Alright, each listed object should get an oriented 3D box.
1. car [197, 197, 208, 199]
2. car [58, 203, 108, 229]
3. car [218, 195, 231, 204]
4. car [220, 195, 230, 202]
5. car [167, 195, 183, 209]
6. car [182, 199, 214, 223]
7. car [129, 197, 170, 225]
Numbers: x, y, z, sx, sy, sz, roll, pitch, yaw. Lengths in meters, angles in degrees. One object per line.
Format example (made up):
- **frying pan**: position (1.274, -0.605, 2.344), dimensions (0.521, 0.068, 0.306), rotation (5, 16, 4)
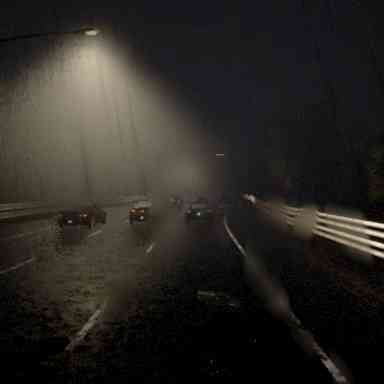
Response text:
- **car**: position (1.331, 1.350, 41.575), dimensions (2.033, 1.411, 5.357), rotation (0, 0, 3)
- **car**: position (-6.567, 1.420, 20.398), dimensions (1.812, 1.442, 4.674), rotation (0, 0, 2)
- **car**: position (5.587, 1.248, 57.074), dimensions (1.837, 1.490, 4.892), rotation (0, 0, 6)
- **car**: position (6.424, 1.279, 65.432), dimensions (1.994, 1.385, 4.181), rotation (0, 0, 5)
- **car**: position (-2.199, 1.154, 40.962), dimensions (2.097, 1.767, 4.553), rotation (0, 0, 3)
- **car**: position (0.556, 1.445, 24.158), dimensions (1.994, 1.385, 4.181), rotation (0, 0, 2)
- **car**: position (-2.989, 1.377, 22.837), dimensions (2.128, 1.511, 4.902), rotation (0, 0, 2)
